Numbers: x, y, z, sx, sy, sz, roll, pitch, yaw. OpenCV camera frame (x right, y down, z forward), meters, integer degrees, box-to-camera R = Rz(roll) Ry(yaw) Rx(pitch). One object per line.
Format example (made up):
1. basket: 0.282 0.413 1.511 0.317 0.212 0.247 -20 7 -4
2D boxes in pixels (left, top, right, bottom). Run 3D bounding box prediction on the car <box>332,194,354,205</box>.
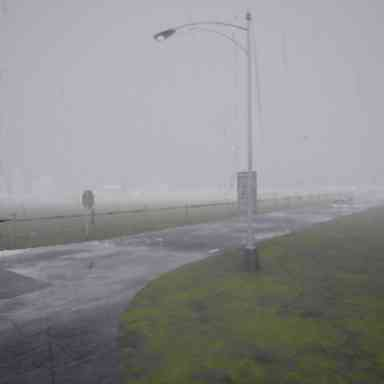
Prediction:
1. car: 21.004 0.960 46.057 2.033 1.411 5.357 0 1 37
